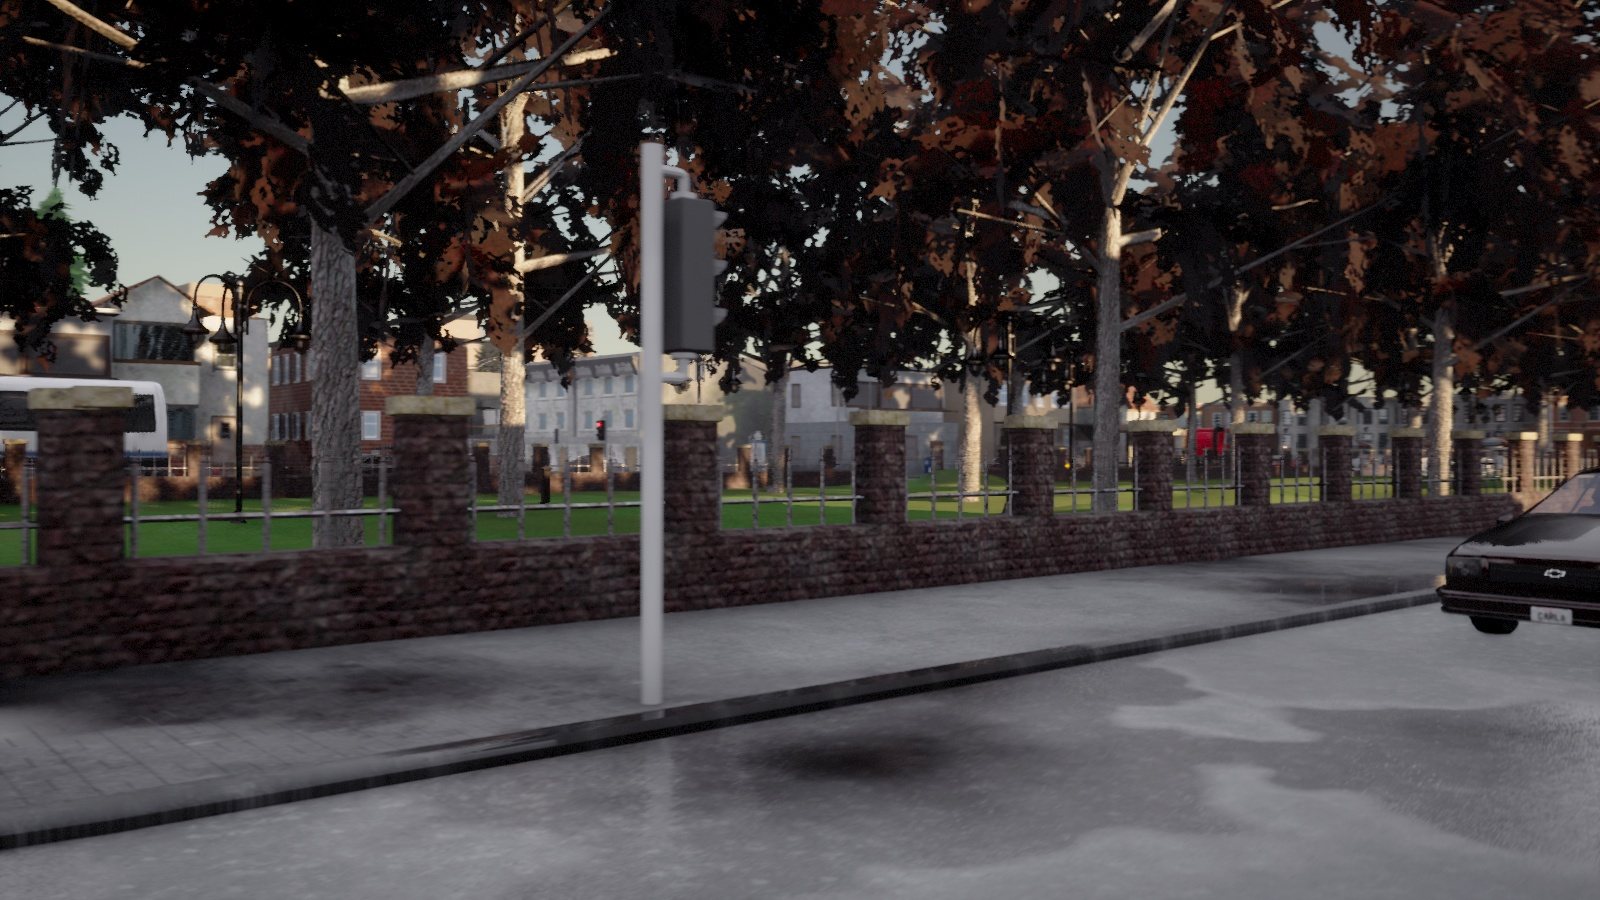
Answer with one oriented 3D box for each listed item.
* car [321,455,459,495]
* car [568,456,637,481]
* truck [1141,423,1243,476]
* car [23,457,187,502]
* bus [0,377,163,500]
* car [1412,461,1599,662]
[{"bbox_3d":[-16.278,0.968,49.971,4.892,1.490,1.837,0,0,-43],"label":"car"},{"bbox_3d":[-11.476,1.054,72.782,1.812,1.442,4.674,0,0,-40],"label":"car"},{"bbox_3d":[27.156,-0.016,86.786,7.936,3.462,2.891,0,0,-40],"label":"truck"},{"bbox_3d":[-23.968,0.989,43.432,4.674,1.442,1.812,0,0,-43],"label":"car"},{"bbox_3d":[-28.801,-0.395,44.741,10.273,4.253,3.944,0,0,-40],"label":"bus"},{"bbox_3d":[7.585,0.809,10.924,5.357,1.411,2.033,0,0,-40],"label":"car"}]
